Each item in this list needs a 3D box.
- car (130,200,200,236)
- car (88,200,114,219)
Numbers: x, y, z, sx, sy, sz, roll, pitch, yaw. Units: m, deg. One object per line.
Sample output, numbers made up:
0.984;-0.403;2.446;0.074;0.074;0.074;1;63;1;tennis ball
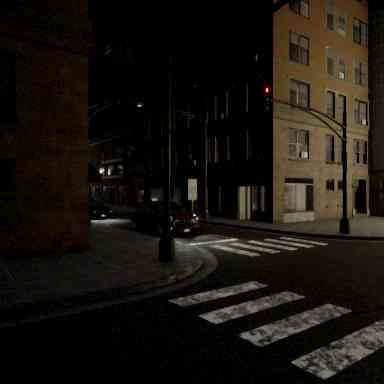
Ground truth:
-1.546;1.269;17.984;2.097;1.767;4.553;0;0;-36;car
-8.253;1.403;27.387;2.033;1.411;5.357;0;0;-35;car
